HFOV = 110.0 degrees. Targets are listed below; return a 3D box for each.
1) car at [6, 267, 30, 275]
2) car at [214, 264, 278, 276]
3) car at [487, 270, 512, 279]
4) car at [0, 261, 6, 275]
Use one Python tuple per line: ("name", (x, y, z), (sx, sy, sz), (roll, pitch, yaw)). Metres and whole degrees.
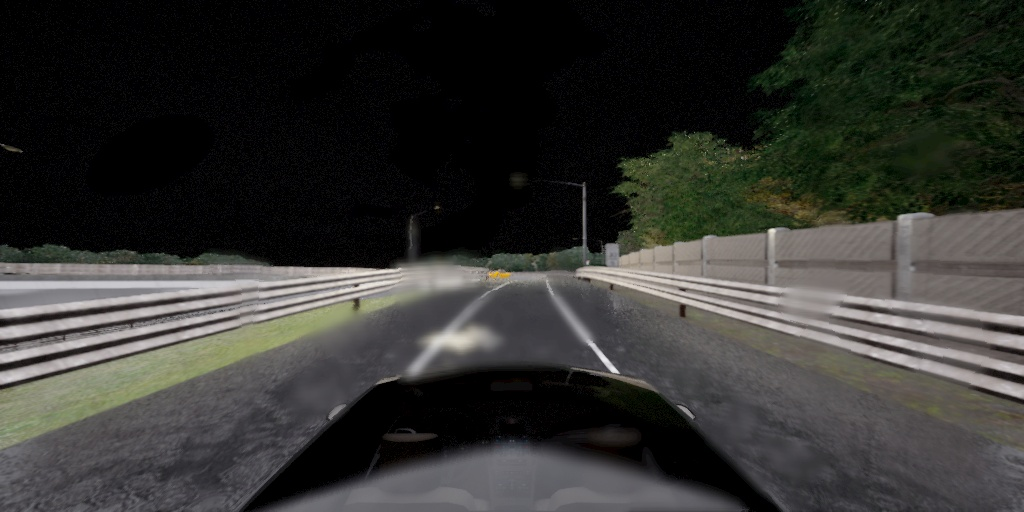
("car", (-46.225, 1.043, 31.628), (4.553, 1.767, 2.097), (2, -4, -23))
("car", (-25.776, 1.587, 34.951), (5.008, 1.535, 1.882), (2, -4, -35))
("car", (-1.933, 2.932, 56.875), (1.882, 1.535, 5.008), (-2, -4, 39))
("car", (-44.773, 1.099, 28.435), (4.718, 1.301, 1.895), (2, -4, -23))
